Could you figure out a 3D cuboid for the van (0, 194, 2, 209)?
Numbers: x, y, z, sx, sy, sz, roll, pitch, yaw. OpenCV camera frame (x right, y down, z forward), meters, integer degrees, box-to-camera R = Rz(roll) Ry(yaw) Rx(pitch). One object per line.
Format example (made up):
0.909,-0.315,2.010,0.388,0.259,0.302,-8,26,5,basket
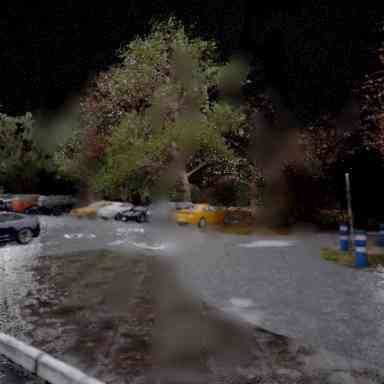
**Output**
-28.199,1.274,44.589,1.878,1.987,4.442,0,0,36,van

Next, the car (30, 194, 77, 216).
-12.565,1.261,33.130,2.435,2.045,5.566,0,0,36,car

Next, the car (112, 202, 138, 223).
-3.634,1.597,26.574,2.163,1.488,4.792,0,0,36,car

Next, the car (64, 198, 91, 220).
-8.209,1.537,29.703,1.946,1.575,5.366,0,0,36,car

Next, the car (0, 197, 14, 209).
-26.022,1.489,42.871,2.097,1.535,5.008,0,0,36,car

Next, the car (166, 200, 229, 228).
0.763,1.594,23.412,2.097,1.535,5.008,0,0,36,car

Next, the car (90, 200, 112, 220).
-5.860,1.594,28.223,2.002,1.452,4.674,0,0,36,car

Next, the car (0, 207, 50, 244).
-9.078,1.618,14.363,2.163,1.488,4.792,0,0,36,car

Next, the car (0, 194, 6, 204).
-13.536,1.310,17.671,2.435,2.045,5.566,0,0,36,car

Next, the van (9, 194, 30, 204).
-17.097,1.261,36.529,1.878,1.987,4.442,0,0,36,van

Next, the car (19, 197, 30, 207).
-14.841,1.528,34.712,2.163,1.488,4.792,0,0,36,car

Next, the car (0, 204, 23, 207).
-11.304,1.575,16.022,2.097,1.535,5.008,0,0,36,car

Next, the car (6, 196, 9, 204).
-19.391,1.509,38.086,2.163,1.488,4.792,0,0,36,car

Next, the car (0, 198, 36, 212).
-21.527,1.507,39.637,2.163,1.488,4.792,0,0,36,car

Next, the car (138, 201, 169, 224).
-1.457,1.455,25.069,2.185,1.767,4.553,0,0,36,car

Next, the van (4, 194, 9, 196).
-23.835,1.256,41.143,1.878,1.987,4.442,0,0,36,van
